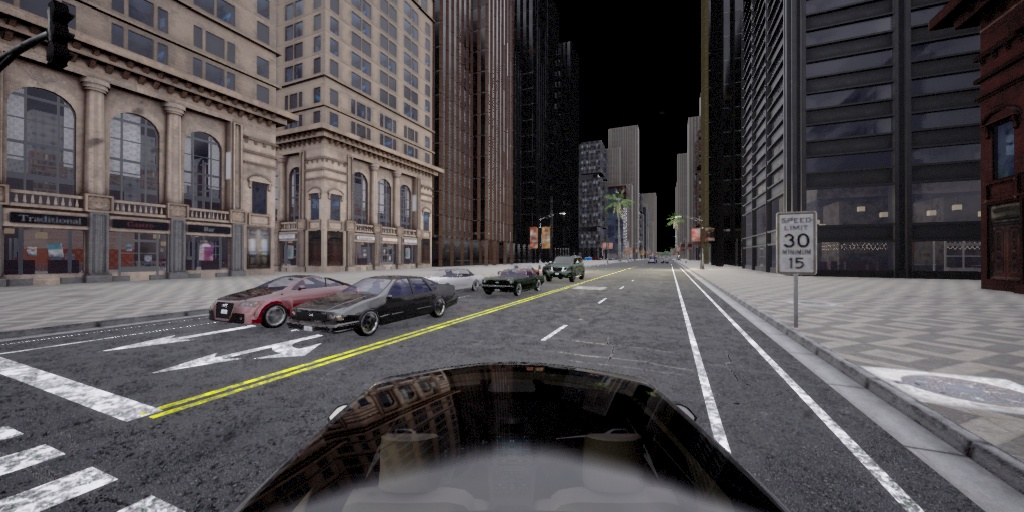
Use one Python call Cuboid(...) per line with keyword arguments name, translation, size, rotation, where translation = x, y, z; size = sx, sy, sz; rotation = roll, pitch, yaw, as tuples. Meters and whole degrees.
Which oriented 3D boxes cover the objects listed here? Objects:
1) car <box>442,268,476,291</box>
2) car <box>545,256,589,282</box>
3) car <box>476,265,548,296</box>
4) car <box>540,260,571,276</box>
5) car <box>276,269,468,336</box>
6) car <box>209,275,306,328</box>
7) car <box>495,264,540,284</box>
Cuboid(name="car", translation=(-3.424, 1.357, 19.494), size=(1.895, 1.301, 4.718), rotation=(0, 0, 24))
Cuboid(name="car", translation=(4.463, 0.987, 29.372), size=(2.150, 2.045, 5.566), rotation=(0, 0, 23))
Cuboid(name="car", translation=(0.162, 1.358, 19.577), size=(1.895, 1.301, 4.718), rotation=(0, 0, 24))
Cuboid(name="car", translation=(4.713, 1.251, 37.947), size=(1.882, 1.535, 5.008), rotation=(0, 0, 24))
Cuboid(name="car", translation=(-3.690, 1.299, 10.796), size=(2.033, 1.411, 5.357), rotation=(0, 0, 24))
Cuboid(name="car", translation=(-6.939, 1.316, 11.469), size=(1.994, 1.385, 4.181), rotation=(0, 0, 24))
Cuboid(name="car", translation=(0.579, 1.364, 28.616), size=(1.895, 1.301, 4.718), rotation=(0, 0, 24))
